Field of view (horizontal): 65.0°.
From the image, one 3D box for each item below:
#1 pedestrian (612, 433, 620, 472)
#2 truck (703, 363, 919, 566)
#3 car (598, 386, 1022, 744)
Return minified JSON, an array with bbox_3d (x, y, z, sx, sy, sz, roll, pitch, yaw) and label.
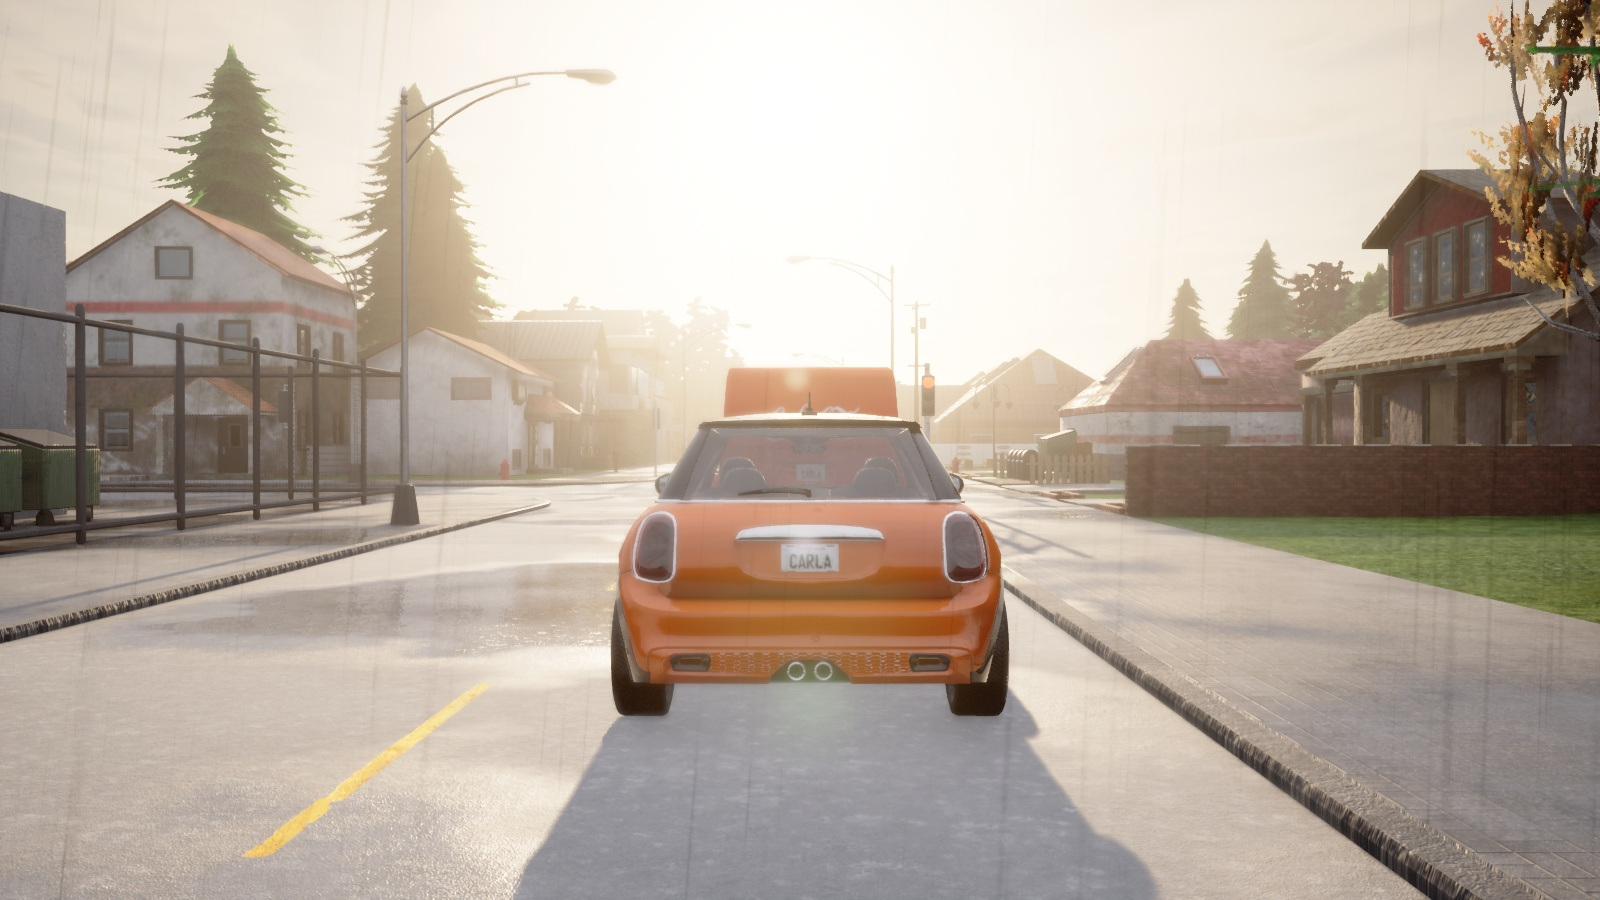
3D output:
[{"bbox_3d":[-8.840,0.108,60.322,0.331,1.846,0.634,0,0,0],"label":"pedestrian"},{"bbox_3d":[0.125,0.159,17.875,2.627,2.467,5.204,0,0,0],"label":"truck"},{"bbox_3d":[0.062,0.557,8.482,2.097,1.767,4.553,0,0,0],"label":"car"}]
